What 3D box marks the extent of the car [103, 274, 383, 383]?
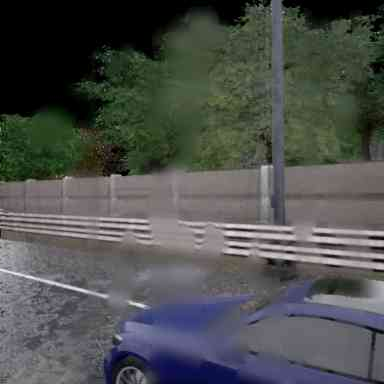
[{"bbox_3d":[1.229,1.534,2.993,4.674,1.442,1.812,-1,-1,36],"label":"car"}]
